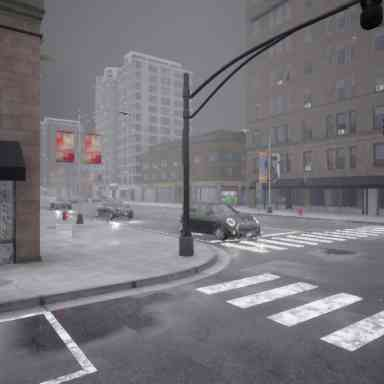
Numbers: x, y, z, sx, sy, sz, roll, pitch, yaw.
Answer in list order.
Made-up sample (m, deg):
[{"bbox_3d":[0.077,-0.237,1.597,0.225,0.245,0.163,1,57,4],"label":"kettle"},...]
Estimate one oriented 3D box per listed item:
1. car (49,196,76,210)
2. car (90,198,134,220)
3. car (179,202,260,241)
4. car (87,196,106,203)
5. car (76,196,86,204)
[{"bbox_3d":[-16.257,1.446,41.145,1.837,1.490,4.892,0,0,-36],"label":"car"},{"bbox_3d":[-6.505,1.470,27.607,1.837,1.490,4.892,0,0,-36],"label":"car"},{"bbox_3d":[1.282,1.337,16.833,2.097,1.767,4.553,0,0,-36],"label":"car"},{"bbox_3d":[-16.144,1.411,57.919,1.837,1.490,4.892,0,0,-36],"label":"car"},{"bbox_3d":[-21.393,1.450,59.649,2.033,1.411,5.357,0,0,-36],"label":"car"}]
